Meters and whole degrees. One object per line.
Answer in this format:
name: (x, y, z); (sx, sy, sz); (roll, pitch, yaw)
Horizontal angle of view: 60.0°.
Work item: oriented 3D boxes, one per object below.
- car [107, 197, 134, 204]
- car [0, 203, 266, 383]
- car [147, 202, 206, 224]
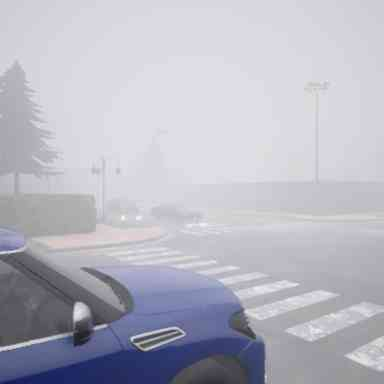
car: (-7.122, 1.334, 33.980); (2.097, 1.767, 4.553); (0, 0, -35)
car: (-1.959, 1.224, 2.372); (5.566, 2.045, 2.150); (0, 0, -35)
car: (-1.339, 1.529, 25.862); (2.033, 1.411, 5.357); (0, 0, -36)
